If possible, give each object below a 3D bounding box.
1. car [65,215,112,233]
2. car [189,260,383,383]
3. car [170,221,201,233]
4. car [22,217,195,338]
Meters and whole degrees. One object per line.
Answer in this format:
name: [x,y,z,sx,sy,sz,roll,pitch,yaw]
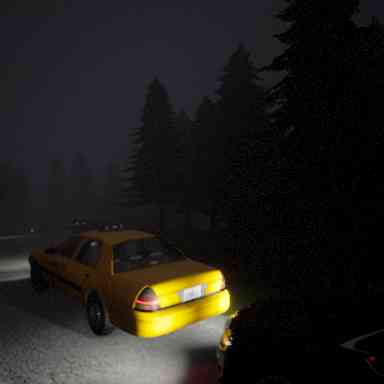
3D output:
car: [-9.329,3.030,30.459,2.033,1.411,5.357,-3,-7,7]
car: [2.498,1.526,2.728,4.892,1.490,1.837,2,1,37]
car: [-0.821,5.102,47.955,1.882,1.535,5.008,-4,-9,35]
car: [-1.700,1.380,6.614,1.801,1.575,5.366,-1,1,-42]
